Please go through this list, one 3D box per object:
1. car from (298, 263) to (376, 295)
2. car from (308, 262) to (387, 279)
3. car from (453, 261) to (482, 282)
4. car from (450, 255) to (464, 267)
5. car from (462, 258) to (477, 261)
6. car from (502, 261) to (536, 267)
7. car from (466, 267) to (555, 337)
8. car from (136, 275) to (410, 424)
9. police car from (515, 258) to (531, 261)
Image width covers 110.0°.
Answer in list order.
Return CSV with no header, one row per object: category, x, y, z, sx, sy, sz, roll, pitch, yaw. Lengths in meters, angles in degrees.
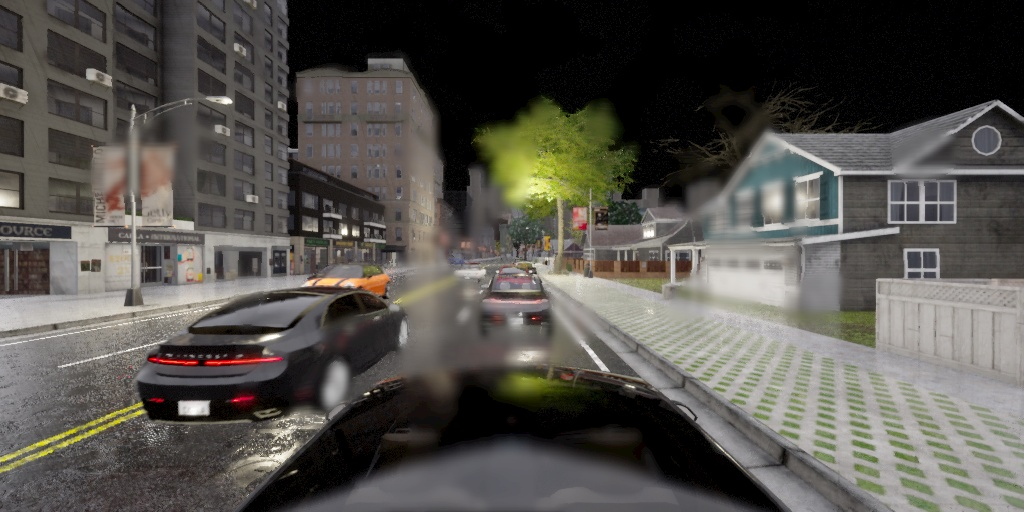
car,-9.830,1.232,20.675,2.128,1.511,4.902,0,0,0
car,-6.586,1.097,14.607,2.097,1.767,4.553,0,0,0
car,-3.123,1.333,28.291,1.895,1.301,4.718,0,0,0
car,-9.728,0.907,64.449,2.150,2.045,5.566,0,0,1
car,-6.524,1.291,59.325,1.895,1.301,4.718,0,0,0
car,0.119,1.219,19.834,1.882,1.535,5.008,0,0,0
car,0.111,1.239,10.330,2.128,1.511,4.902,0,0,0
car,-3.145,1.254,5.971,1.837,1.490,4.892,0,0,0
police car,1.003,1.155,29.563,1.930,1.638,5.238,0,0,0
